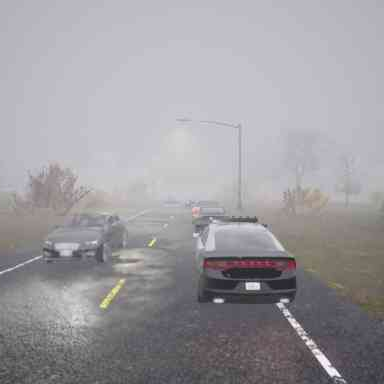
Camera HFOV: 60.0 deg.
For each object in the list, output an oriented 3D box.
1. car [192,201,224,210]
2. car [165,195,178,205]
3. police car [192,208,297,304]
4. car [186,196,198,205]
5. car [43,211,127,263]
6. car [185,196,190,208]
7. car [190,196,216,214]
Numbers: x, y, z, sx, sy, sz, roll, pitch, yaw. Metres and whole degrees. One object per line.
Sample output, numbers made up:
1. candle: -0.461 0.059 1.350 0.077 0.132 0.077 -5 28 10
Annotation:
1. car: 1.054 1.488 18.225 1.837 1.490 4.892 0 0 0
2. car: -3.517 1.241 56.926 2.097 1.767 4.553 0 0 0
3. police car: 1.052 1.419 8.334 1.930 1.638 5.238 0 0 0
4. car: 0.007 1.431 58.620 2.033 1.411 5.357 0 0 0
5. car: -3.597 1.482 11.943 2.128 1.511 4.902 0 0 0
6. car: 0.040 1.525 45.475 1.895 1.301 4.718 0 0 0
7. car: 1.055 1.324 24.197 2.097 1.767 4.553 0 0 0
